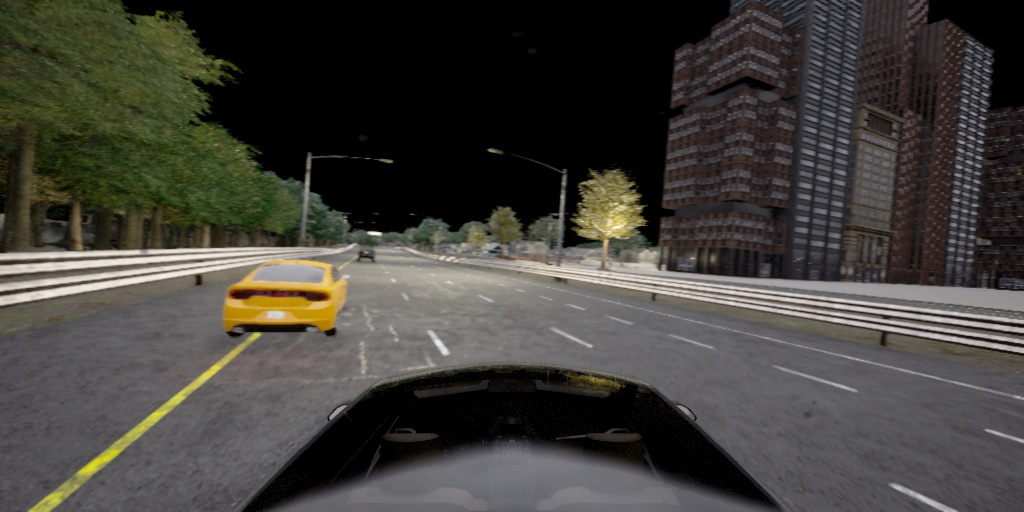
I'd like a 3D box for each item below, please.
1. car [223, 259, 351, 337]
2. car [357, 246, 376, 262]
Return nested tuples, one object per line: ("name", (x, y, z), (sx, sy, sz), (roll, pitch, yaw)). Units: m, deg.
("car", (-5.100, 0.825, 8.677), (1.882, 1.535, 5.008), (5, 0, -22))
("car", (-19.653, -0.284, 48.524), (2.150, 2.045, 5.566), (5, -2, -22))
